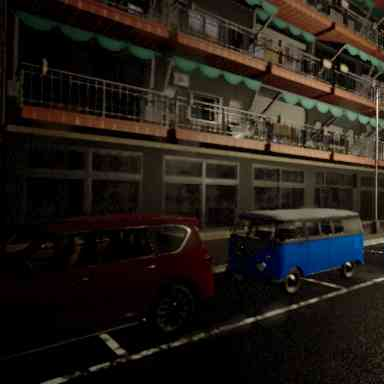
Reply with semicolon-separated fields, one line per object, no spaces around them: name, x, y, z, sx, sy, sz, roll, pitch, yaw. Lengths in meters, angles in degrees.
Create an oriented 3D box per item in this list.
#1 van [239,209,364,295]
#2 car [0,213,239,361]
van;2.708;1.344;8.470;3.998;1.788;1.690;0;1;-35
car;-1.919;1.316;5.168;5.009;1.841;2.192;0;1;-35
